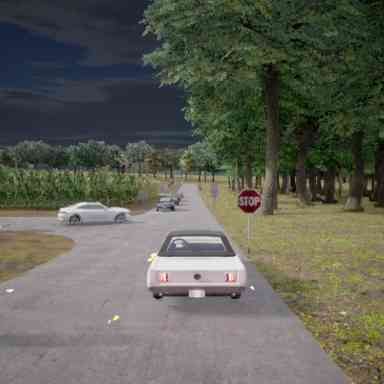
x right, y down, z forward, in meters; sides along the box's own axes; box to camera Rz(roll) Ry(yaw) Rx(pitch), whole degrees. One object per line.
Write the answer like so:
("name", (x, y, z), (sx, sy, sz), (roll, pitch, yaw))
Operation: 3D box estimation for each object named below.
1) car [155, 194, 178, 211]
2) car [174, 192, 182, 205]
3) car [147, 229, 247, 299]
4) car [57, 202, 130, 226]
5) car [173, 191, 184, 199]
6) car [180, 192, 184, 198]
("car", (-2.857, 1.302, 36.972), (1.812, 1.442, 4.674), (0, 1, 0))
("car", (-2.856, 1.153, 47.041), (1.994, 1.385, 4.181), (0, 1, 0))
("car", (0.098, 1.590, 8.380), (1.895, 1.301, 4.718), (0, 0, 0))
("car", (-6.522, 1.373, 22.319), (4.674, 1.442, 1.812), (-1, 3, -22))
("car", (-2.767, 0.612, 69.228), (1.994, 1.385, 4.181), (0, 1, 0))
("car", (-2.847, 0.950, 57.189), (1.895, 1.301, 4.718), (0, 1, 0))
